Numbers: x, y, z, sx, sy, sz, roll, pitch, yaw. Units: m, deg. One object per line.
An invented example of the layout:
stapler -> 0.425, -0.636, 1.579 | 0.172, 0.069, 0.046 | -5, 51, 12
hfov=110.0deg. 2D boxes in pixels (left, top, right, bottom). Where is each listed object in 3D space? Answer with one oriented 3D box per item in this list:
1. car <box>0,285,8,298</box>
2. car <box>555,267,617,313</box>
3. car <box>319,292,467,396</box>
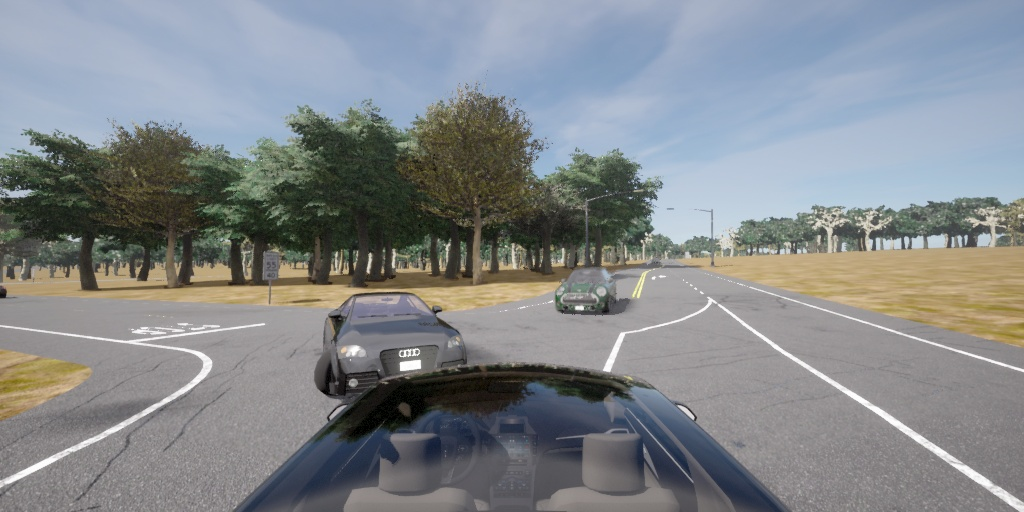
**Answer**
car -> -40.852, 2.566, 27.440 | 4.181, 1.385, 1.994 | -2, -3, 22
car -> 3.295, 1.330, 15.486 | 2.097, 1.767, 4.553 | -2, 0, 21
car -> -2.354, 1.377, 6.660 | 1.994, 1.385, 4.181 | 1, -2, -29
